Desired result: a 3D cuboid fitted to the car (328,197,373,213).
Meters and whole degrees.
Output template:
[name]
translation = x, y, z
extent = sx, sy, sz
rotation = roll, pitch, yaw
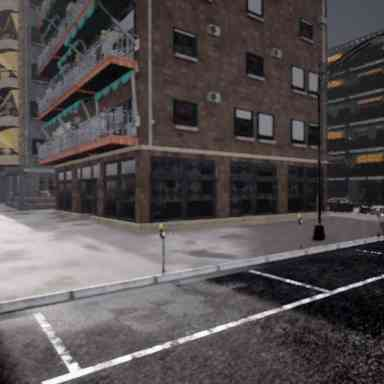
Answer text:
[car]
translation = 13.697, 1.158, 29.519
extent = 2.008, 1.369, 4.403
rotation = 1, 0, -36
